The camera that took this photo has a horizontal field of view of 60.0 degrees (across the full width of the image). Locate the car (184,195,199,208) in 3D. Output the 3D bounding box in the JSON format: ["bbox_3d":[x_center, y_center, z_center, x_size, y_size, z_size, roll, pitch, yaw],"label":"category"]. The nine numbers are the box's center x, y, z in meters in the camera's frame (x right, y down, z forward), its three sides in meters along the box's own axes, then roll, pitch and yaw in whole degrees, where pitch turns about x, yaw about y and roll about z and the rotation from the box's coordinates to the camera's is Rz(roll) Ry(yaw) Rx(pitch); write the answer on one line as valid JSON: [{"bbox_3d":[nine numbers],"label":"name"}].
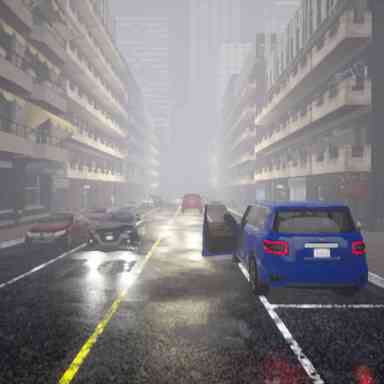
[{"bbox_3d":[-0.035,1.298,48.137,2.097,1.767,4.553,0,0,0],"label":"car"}]

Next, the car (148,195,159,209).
[{"bbox_3d":[-5.769,1.503,42.747,2.008,1.369,4.403,-1,0,0],"label":"car"}]

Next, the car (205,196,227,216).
[{"bbox_3d":[2.619,1.483,37.300,1.752,1.417,4.829,-1,0,0],"label":"car"}]

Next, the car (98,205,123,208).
[{"bbox_3d":[-5.733,1.559,20.339,1.802,1.307,4.206,-1,0,0],"label":"car"}]

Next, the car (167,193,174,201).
[{"bbox_3d":[-5.832,1.463,81.962,2.008,1.369,4.403,-1,0,0],"label":"car"}]

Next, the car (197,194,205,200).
[{"bbox_3d":[2.529,1.342,93.151,1.967,1.590,4.097,-1,0,0],"label":"car"}]

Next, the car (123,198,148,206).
[{"bbox_3d":[-5.751,1.515,31.544,2.008,1.369,4.403,-1,0,0],"label":"car"}]

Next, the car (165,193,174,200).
[{"bbox_3d":[-5.844,1.222,87.564,2.192,1.841,5.009,-1,0,0],"label":"car"}]

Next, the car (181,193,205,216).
[{"bbox_3d":[0.010,1.172,36.142,2.150,2.045,5.566,0,-1,0],"label":"car"}]

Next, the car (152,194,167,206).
[{"bbox_3d":[-5.790,1.255,53.951,2.192,1.841,5.009,-1,0,0],"label":"car"}]

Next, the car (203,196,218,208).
[{"bbox_3d":[2.600,1.386,48.334,1.967,1.590,4.097,-1,0,0],"label":"car"}]

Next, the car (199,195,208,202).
[{"bbox_3d":[2.557,1.468,76.345,2.008,1.369,4.403,-1,0,0],"label":"car"}]

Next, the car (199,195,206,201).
[{"bbox_3d":[2.548,1.437,82.117,1.752,1.417,4.829,-1,0,0],"label":"car"}]

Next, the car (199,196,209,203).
[{"bbox_3d":[2.566,1.489,70.742,1.947,1.339,4.313,-1,0,0],"label":"car"}]

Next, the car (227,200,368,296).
[{"bbox_3d":[2.378,1.211,8.781,2.150,2.045,5.566,0,0,0],"label":"car"}]

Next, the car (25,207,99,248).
[{"bbox_3d":[-5.724,1.565,14.737,1.802,1.307,4.206,-1,0,0],"label":"car"}]

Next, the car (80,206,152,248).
[{"bbox_3d":[-3.125,1.547,14.615,1.994,1.385,4.181,0,0,0],"label":"car"}]
